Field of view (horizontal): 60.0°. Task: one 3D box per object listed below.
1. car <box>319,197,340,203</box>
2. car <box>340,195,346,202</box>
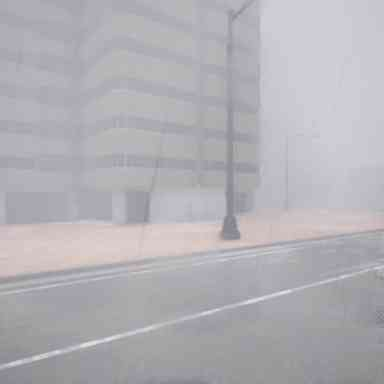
[{"bbox_3d":[32.243,1.987,79.049,1.970,1.475,3.806,0,-1,-37],"label":"car"},{"bbox_3d":[39.368,1.636,83.046,2.152,1.636,5.027,0,0,-37],"label":"car"}]
